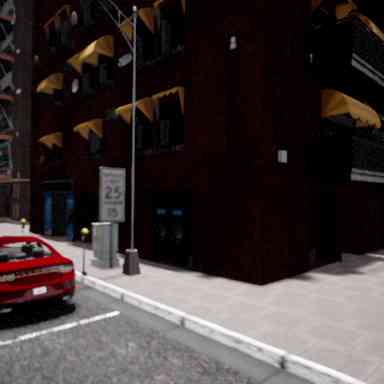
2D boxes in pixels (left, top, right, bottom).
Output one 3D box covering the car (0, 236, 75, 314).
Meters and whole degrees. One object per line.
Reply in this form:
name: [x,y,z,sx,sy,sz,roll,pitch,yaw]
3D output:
car: [-4.271,1.674,7.644,1.887,1.381,4.507,0,-1,-43]
